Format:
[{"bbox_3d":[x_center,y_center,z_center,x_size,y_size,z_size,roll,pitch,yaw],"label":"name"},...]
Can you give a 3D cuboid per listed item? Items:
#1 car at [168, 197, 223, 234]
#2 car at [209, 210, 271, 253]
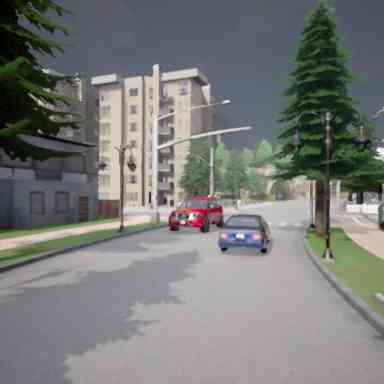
[{"bbox_3d":[0.432,1.352,20.807,2.150,2.045,5.566,0,-1,20],"label":"car"},{"bbox_3d":[2.347,1.642,14.318,2.033,1.411,5.357,0,0,15],"label":"car"}]
